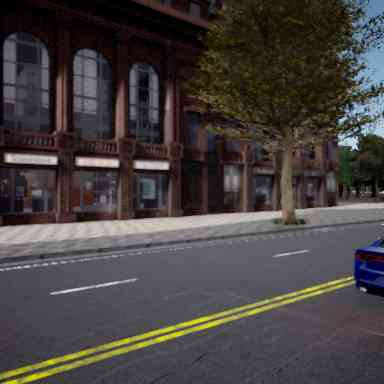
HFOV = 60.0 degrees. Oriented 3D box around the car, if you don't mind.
[{"bbox_3d":[5.637,1.474,7.464,5.008,1.535,1.882,0,0,-36],"label":"car"}]
